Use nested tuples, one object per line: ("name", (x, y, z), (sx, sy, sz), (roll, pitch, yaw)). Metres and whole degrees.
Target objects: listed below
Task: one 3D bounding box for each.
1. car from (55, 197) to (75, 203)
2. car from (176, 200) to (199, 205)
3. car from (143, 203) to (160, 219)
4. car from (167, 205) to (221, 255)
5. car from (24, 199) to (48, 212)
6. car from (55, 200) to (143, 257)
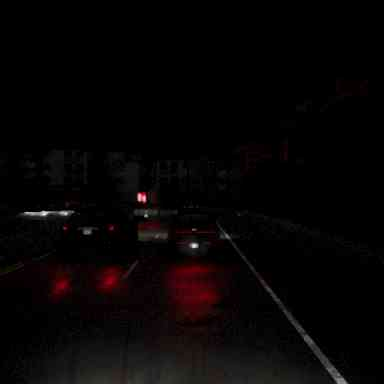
("car", (-15.177, 1.396, 40.384), (1.882, 1.535, 5.008), (1, 0, -37))
("car", (-0.351, 1.431, 29.711), (2.128, 1.511, 4.902), (0, 0, -5))
("car", (-3.697, 1.544, 28.071), (1.895, 1.301, 4.718), (0, 0, -3))
("car", (0.080, 1.478, 13.150), (1.837, 1.490, 4.892), (0, 0, 0))
("car", (-17.709, 1.487, 37.590), (1.994, 1.385, 4.181), (0, 0, -34))
("car", (-3.422, 1.326, 13.018), (2.097, 1.767, 4.553), (0, 0, 0))
